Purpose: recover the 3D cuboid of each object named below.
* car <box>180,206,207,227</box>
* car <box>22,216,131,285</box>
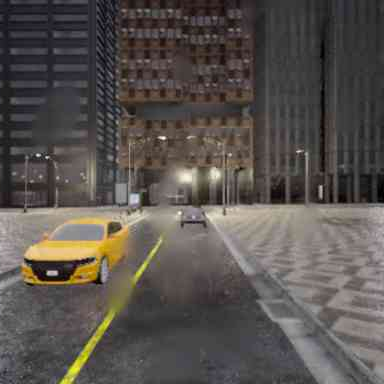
[{"bbox_3d":[0.103,1.702,24.076,2.033,1.411,5.357,0,0,0],"label":"car"},{"bbox_3d":[-3.092,1.542,9.867,1.882,1.535,5.008,0,0,0],"label":"car"}]
